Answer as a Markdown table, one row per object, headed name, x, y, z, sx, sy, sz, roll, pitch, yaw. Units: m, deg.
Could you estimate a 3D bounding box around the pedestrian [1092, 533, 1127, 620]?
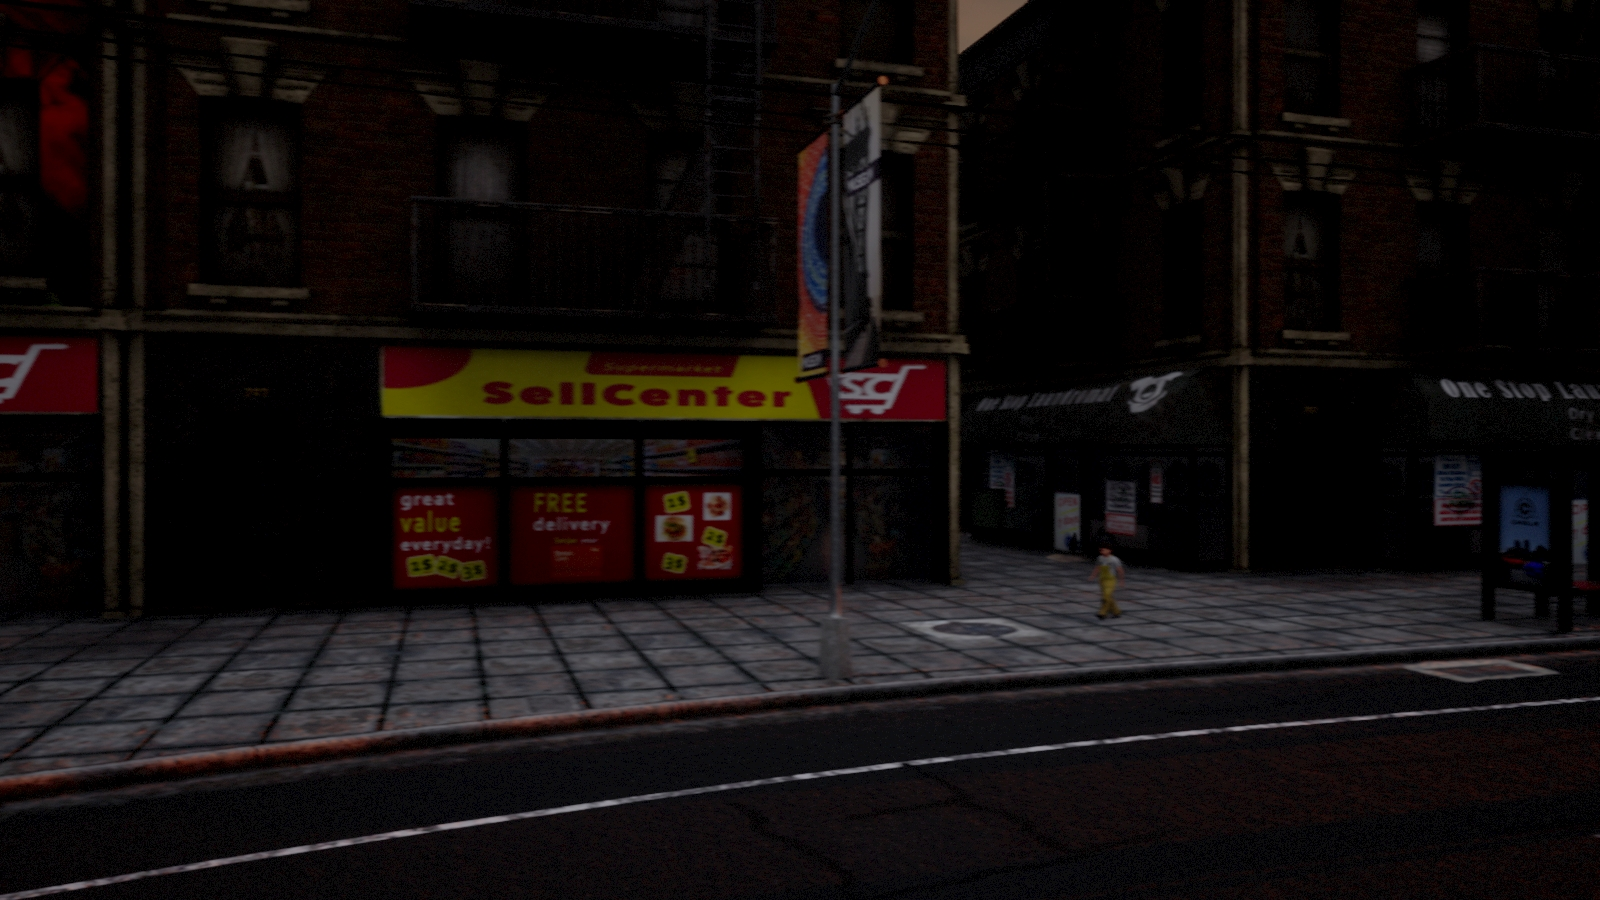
| name | x | y | z | sx | sy | sz | roll | pitch | yaw |
| --- | --- | --- | --- | --- | --- | --- | --- | --- | --- |
| pedestrian | 4.831 | 1.970 | 17.823 | 0.375 | 1.300 | 0.375 | 0 | 0 | -35 |
